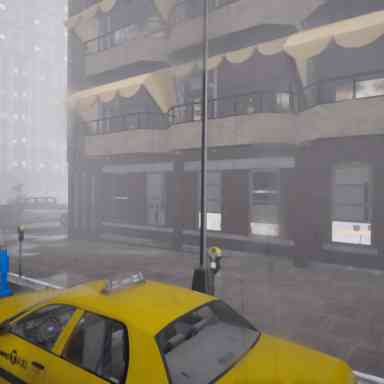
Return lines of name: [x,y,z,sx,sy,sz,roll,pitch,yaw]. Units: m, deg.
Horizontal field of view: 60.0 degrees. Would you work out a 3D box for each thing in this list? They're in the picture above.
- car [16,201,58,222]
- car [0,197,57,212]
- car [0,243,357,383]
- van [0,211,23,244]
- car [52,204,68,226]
car: [-11.257,1.663,27.127,1.895,1.301,4.718,1,0,36]
car: [-13.735,1.337,28.124,2.192,1.841,5.009,1,0,36]
car: [-0.897,1.525,3.506,4.829,1.417,1.752,0,1,36]
van: [-5.317,1.339,6.663,3.998,1.788,1.690,0,1,36]
car: [-6.952,1.685,23.209,1.887,1.381,4.507,1,0,36]
